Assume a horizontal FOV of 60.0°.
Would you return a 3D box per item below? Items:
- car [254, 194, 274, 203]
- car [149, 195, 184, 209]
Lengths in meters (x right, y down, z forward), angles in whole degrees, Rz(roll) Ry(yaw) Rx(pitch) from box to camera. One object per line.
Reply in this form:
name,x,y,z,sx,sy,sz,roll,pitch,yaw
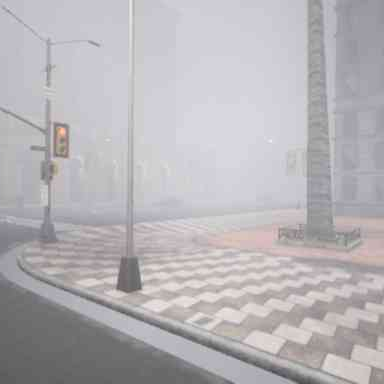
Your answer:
car,12.257,1.099,56.349,1.837,1.490,4.892,1,0,40
car,-2.822,1.112,38.080,1.812,1.442,4.674,1,1,39
